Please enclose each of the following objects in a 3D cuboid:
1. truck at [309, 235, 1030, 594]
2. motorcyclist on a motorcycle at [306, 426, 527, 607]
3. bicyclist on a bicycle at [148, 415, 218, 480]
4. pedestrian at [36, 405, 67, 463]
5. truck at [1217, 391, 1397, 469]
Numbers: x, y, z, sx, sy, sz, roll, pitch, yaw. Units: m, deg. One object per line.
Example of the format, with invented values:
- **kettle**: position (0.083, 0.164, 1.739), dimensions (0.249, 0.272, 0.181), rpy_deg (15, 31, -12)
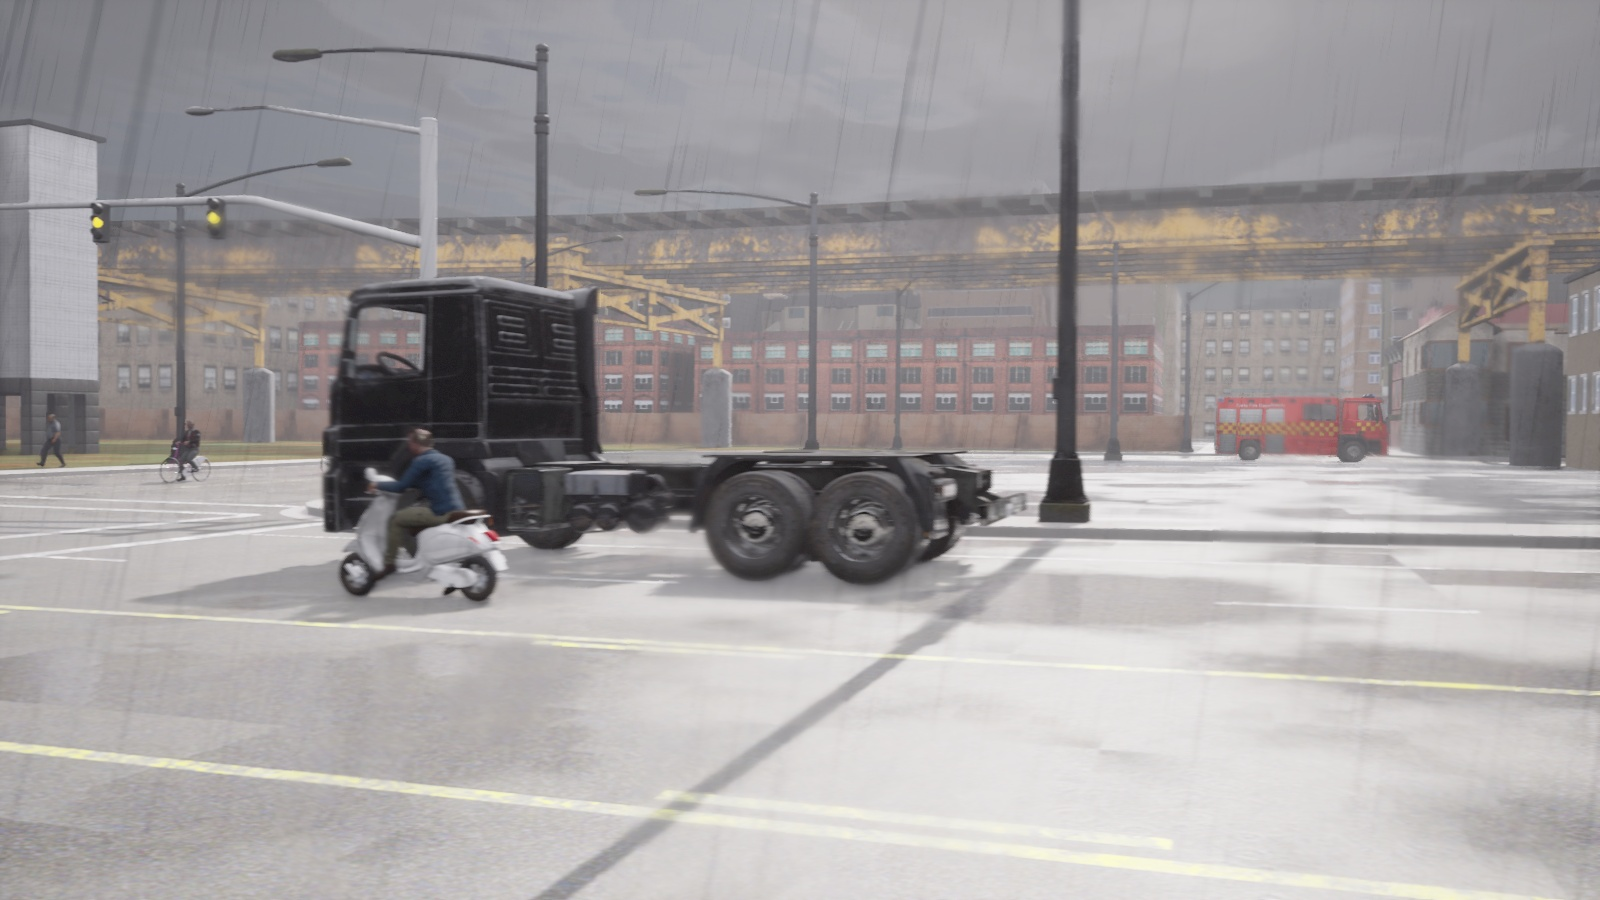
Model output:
- **truck**: position (-1.505, -0.398, 14.760), dimensions (7.936, 3.462, 2.891), rpy_deg (1, 1, 19)
- **motorcyclist on a motorcycle**: position (-3.591, 0.577, 11.784), dimensions (1.817, 1.590, 0.866), rpy_deg (1, 1, 19)
- **bicyclist on a bicycle**: position (-17.303, -0.083, 35.265), dimensions (0.659, 1.776, 1.843), rpy_deg (1, 1, 18)
- **pedestrian**: position (-24.373, -0.516, 40.888), dimensions (0.540, 1.848, 0.694), rpy_deg (1, 1, 23)
- **truck**: position (26.483, -1.087, 66.018), dimensions (8.468, 3.827, 2.891), rpy_deg (1, 1, 17)
